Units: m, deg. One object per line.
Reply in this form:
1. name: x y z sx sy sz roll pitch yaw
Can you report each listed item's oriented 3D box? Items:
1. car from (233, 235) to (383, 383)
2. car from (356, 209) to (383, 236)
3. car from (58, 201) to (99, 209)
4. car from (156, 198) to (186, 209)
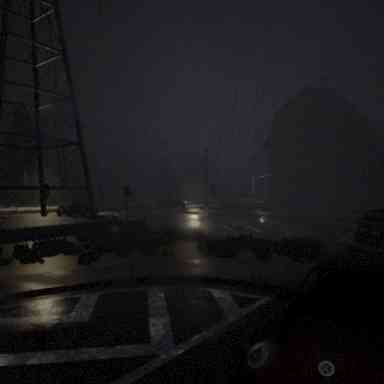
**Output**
1. car: 2.123 1.520 4.107 1.784 1.438 3.905 0 0 36
2. car: 8.752 1.501 15.197 1.816 1.474 4.193 0 0 36
3. car: -11.519 1.637 33.915 1.994 1.385 4.181 0 0 37
4. car: -2.810 1.556 45.543 2.128 1.511 4.902 0 0 37
